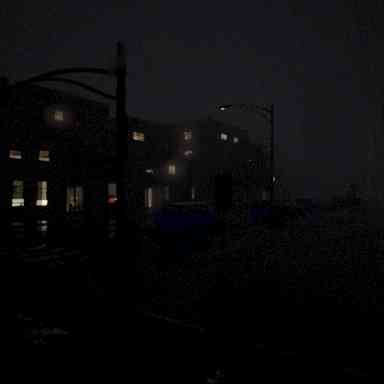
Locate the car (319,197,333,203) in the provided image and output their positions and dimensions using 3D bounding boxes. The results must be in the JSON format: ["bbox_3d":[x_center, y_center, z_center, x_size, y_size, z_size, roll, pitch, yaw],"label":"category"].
[{"bbox_3d":[30.945,1.791,76.795,1.947,1.339,4.313,0,0,35],"label":"car"}]

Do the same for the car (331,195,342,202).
[{"bbox_3d":[37.276,1.711,85.844,1.967,1.590,4.097,0,0,35],"label":"car"}]

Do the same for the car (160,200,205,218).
[{"bbox_3d":[-0.805,1.557,31.412,1.752,1.417,4.829,0,0,35],"label":"car"}]

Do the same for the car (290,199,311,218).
[{"bbox_3d":[9.313,1.655,31.256,1.887,1.381,4.507,0,0,35],"label":"car"}]

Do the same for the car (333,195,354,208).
[{"bbox_3d":[21.977,1.496,49.355,2.192,1.841,5.009,0,0,35],"label":"car"}]

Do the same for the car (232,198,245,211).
[{"bbox_3d":[5.624,1.505,40.601,1.967,1.590,4.097,0,0,35],"label":"car"}]

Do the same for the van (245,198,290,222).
[{"bbox_3d":[6.149,1.435,26.733,1.690,1.788,3.998,0,0,35],"label":"van"}]

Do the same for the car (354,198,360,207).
[{"bbox_3d":[25.142,1.516,53.880,2.192,1.841,5.009,0,0,35],"label":"car"}]

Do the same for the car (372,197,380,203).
[{"bbox_3d":[44.133,1.899,81.026,1.947,1.339,4.313,0,0,35],"label":"car"}]

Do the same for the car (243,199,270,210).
[{"bbox_3d":[8.788,1.628,45.125,1.887,1.381,4.507,0,0,35],"label":"car"}]

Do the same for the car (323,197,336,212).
[{"bbox_3d":[15.742,1.671,40.445,1.752,1.417,4.829,0,0,35],"label":"car"}]

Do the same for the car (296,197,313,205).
[{"bbox_3d":[21.450,1.704,63.222,1.887,1.381,4.507,0,0,35],"label":"car"}]

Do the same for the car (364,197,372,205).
[{"bbox_3d":[34.637,1.809,67.452,1.887,1.381,4.507,0,0,35],"label":"car"}]

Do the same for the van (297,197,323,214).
[{"bbox_3d":[12.480,1.468,35.781,1.690,1.788,3.998,0,0,35],"label":"van"}]

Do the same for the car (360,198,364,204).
[{"bbox_3d":[28.404,1.747,58.543,1.752,1.417,4.829,0,0,35],"label":"car"}]

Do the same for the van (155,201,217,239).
[{"bbox_3d":[-0.181,1.406,17.684,1.690,1.788,3.998,0,0,35],"label":"van"}]

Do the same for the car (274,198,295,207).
[{"bbox_3d":[15.119,1.664,54.173,1.887,1.381,4.507,0,0,35],"label":"car"}]

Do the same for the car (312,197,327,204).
[{"bbox_3d":[27.682,1.727,72.131,1.752,1.417,4.829,0,0,35],"label":"car"}]

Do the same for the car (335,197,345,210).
[{"bbox_3d":[18.809,1.729,44.830,1.947,1.339,4.313,0,0,35],"label":"car"}]
